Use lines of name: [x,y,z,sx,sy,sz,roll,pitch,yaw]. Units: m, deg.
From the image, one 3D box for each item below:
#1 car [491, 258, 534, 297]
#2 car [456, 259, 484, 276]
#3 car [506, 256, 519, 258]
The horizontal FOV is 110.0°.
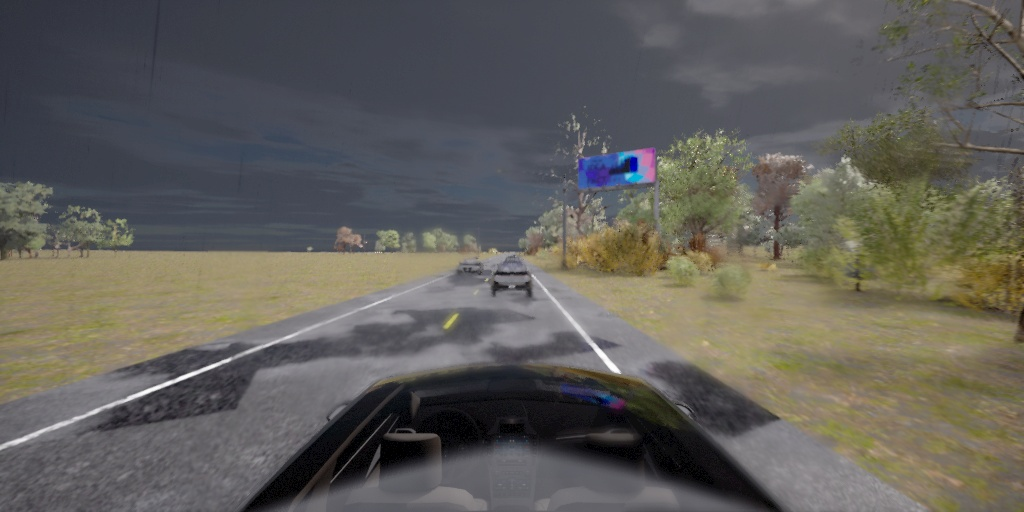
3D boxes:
car: [0.023,1.029,17.333,2.128,1.511,4.902,0,1,1]
car: [-3.534,0.921,30.688,1.994,1.385,4.181,0,1,0]
car: [0.062,0.780,36.495,1.837,1.490,4.892,0,1,0]
